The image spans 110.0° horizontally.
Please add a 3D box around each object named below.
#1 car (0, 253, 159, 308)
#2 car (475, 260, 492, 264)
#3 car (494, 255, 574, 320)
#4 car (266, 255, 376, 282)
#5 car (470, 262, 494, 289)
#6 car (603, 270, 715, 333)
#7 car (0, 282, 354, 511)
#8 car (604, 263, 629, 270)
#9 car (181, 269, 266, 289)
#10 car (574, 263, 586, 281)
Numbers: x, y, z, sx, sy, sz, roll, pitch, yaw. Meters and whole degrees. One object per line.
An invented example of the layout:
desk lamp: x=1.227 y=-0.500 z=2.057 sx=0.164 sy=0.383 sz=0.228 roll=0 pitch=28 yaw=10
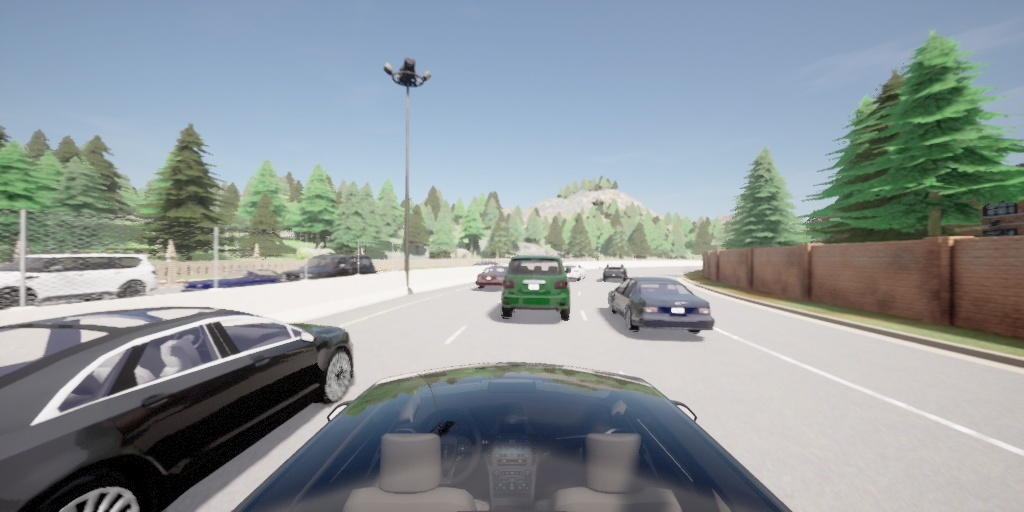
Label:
car: x=-16.781 y=0.904 z=13.399 sx=2.150 sy=2.045 sz=5.566 roll=0 pitch=0 yaw=7
car: x=-4.137 y=1.352 z=53.368 sx=2.033 sy=1.411 sz=5.357 roll=0 pitch=0 yaw=28
car: x=0.964 y=0.993 z=13.007 sx=2.150 sy=2.045 sz=5.566 roll=0 pitch=0 yaw=7
car: x=-9.051 y=0.949 z=18.131 sx=2.150 sy=2.045 sz=5.566 roll=0 pitch=0 yaw=10
car: x=-0.757 y=1.325 z=23.009 sx=2.033 sy=1.411 sz=5.357 roll=0 pitch=0 yaw=13
car: x=4.196 y=1.332 z=10.926 sx=2.033 sy=1.411 sz=5.357 roll=0 pitch=0 yaw=7
car: x=-3.258 y=1.227 z=3.385 sx=2.128 sy=1.511 sz=4.902 roll=0 pitch=0 yaw=1
car: x=8.919 y=1.329 z=30.811 sx=2.128 sy=1.511 sz=4.902 roll=0 pitch=0 yaw=20
car: x=-12.743 y=1.309 z=17.167 sx=1.895 sy=1.301 sz=4.718 roll=0 pitch=0 yaw=9
car: x=5.167 y=1.344 z=30.736 sx=1.812 sy=1.442 sz=4.674 roll=0 pitch=0 yaw=18
